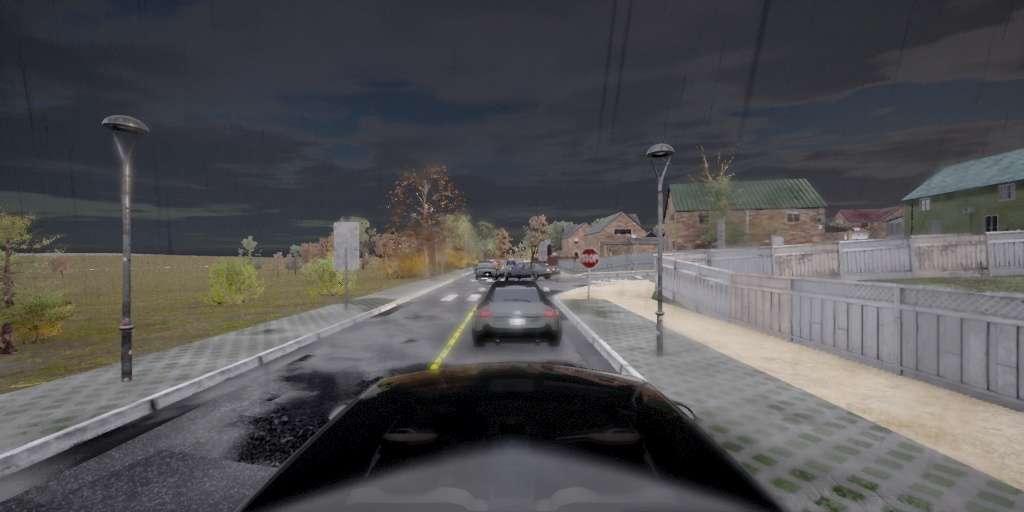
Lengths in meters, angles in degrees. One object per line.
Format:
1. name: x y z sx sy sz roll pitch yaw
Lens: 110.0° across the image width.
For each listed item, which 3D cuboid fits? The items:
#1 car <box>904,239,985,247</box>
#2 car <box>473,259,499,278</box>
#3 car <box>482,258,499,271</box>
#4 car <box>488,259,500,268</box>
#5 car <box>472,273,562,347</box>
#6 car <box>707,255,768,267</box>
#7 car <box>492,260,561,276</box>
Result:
1. car: 23.837 -0.208 20.357 4.902 1.511 2.128 -3 0 14
2. car: -2.332 1.258 31.241 1.837 1.490 4.892 0 0 -8
3. car: -2.984 1.121 51.057 2.097 1.767 4.553 0 0 0
4. car: -2.996 1.256 61.094 1.882 1.535 5.008 0 0 0
5. car: 0.081 1.313 9.322 1.994 1.385 4.181 0 0 -1
6. car: 14.329 0.413 22.753 4.181 1.385 1.994 -3 0 16
7. car: 1.263 1.198 28.340 5.357 1.411 2.033 -4 -3 43
